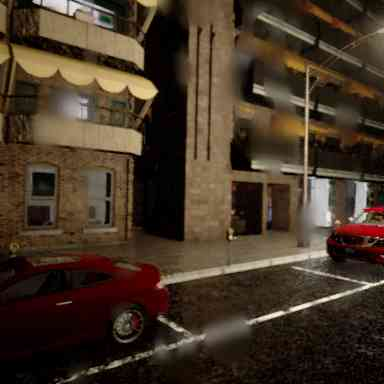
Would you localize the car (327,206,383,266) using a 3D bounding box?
[{"bbox_3d":[6.713,1.435,11.277,5.009,1.841,2.192,1,1,-35],"label":"car"}]

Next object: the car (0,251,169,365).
[{"bbox_3d":[-2.325,1.590,4.843,4.206,1.307,1.802,1,1,-35],"label":"car"}]
